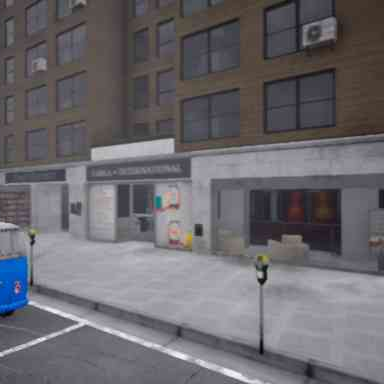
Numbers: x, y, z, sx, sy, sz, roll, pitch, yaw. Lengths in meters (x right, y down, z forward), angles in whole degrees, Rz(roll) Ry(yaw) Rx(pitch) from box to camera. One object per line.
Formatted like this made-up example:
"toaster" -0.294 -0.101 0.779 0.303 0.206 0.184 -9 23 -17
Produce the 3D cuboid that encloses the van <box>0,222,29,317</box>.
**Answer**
"van" -4.747 1.379 6.232 3.998 1.788 1.690 0 0 35
